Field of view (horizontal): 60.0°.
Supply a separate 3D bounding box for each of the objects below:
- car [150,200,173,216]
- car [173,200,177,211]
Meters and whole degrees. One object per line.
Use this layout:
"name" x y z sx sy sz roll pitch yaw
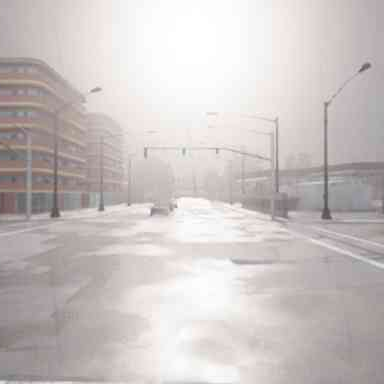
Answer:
"car" -3.587 1.889 37.621 1.882 1.535 5.008 0 -1 0
"car" -3.578 2.122 47.672 1.895 1.301 4.718 0 -1 0
